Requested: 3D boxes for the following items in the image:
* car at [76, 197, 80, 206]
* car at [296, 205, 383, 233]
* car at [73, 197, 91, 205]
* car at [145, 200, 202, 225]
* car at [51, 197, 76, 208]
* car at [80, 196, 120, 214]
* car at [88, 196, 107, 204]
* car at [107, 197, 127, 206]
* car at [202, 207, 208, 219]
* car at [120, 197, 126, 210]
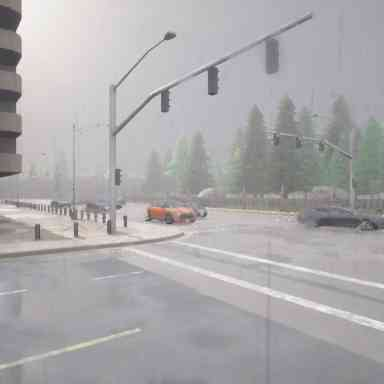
[{"bbox_3d":[-20.299,1.548,56.142,2.128,1.511,4.902,0,0,-36],"label":"car"},{"bbox_3d":[8.739,1.519,19.759,4.902,1.511,2.128,0,0,31],"label":"car"},{"bbox_3d":[-20.828,1.656,62.931,1.895,1.301,4.718,0,0,-36],"label":"car"},{"bbox_3d":[-1.629,1.408,24.815,2.097,1.767,4.553,0,0,-36],"label":"car"},{"bbox_3d":[-19.163,1.603,48.608,2.033,1.411,5.357,0,0,-37],"label":"car"},{"bbox_3d":[-10.109,1.548,36.304,2.128,1.511,4.902,0,0,-36],"label":"car"},{"bbox_3d":[-18.760,1.547,66.023,2.128,1.511,4.902,0,0,-36],"label":"car"},{"bbox_3d":[-13.251,1.581,58.581,1.812,1.442,4.674,0,0,-36],"label":"car"},{"bbox_3d":[-0.619,1.547,29.339,2.128,1.511,4.902,0,0,-36],"label":"car"},{"bbox_3d":[-10.901,1.603,43.270,2.033,1.411,5.357,0,0,-36],"label":"car"}]
